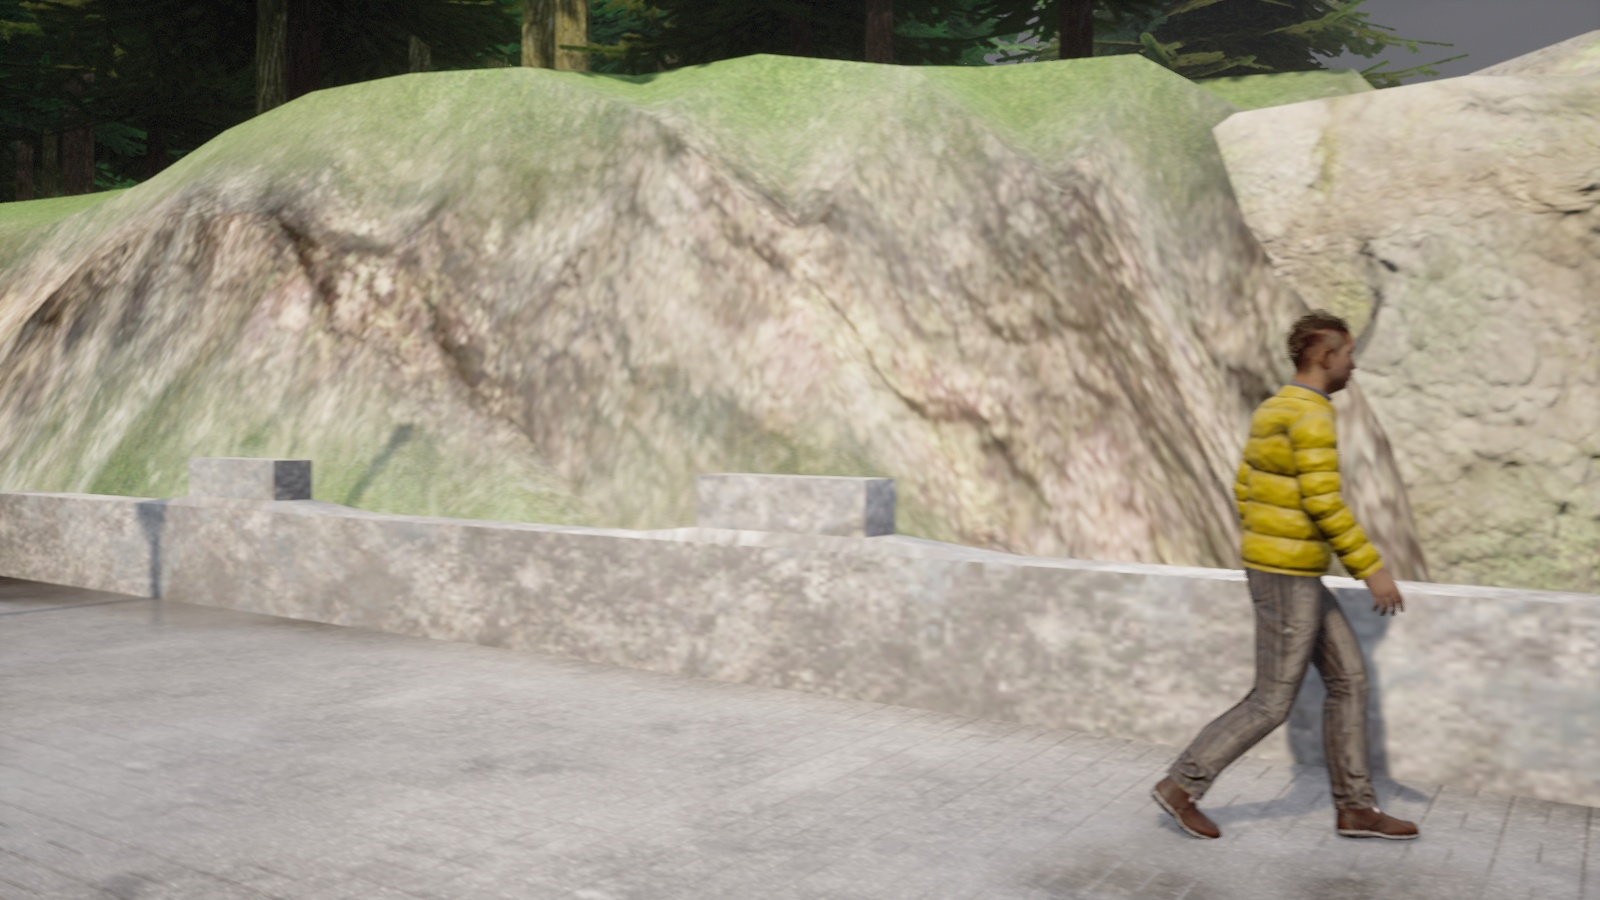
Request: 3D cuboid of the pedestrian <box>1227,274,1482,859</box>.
[{"bbox_3d":[1.840,0.367,4.230,0.709,1.840,0.431,0,1,13],"label":"pedestrian"}]
